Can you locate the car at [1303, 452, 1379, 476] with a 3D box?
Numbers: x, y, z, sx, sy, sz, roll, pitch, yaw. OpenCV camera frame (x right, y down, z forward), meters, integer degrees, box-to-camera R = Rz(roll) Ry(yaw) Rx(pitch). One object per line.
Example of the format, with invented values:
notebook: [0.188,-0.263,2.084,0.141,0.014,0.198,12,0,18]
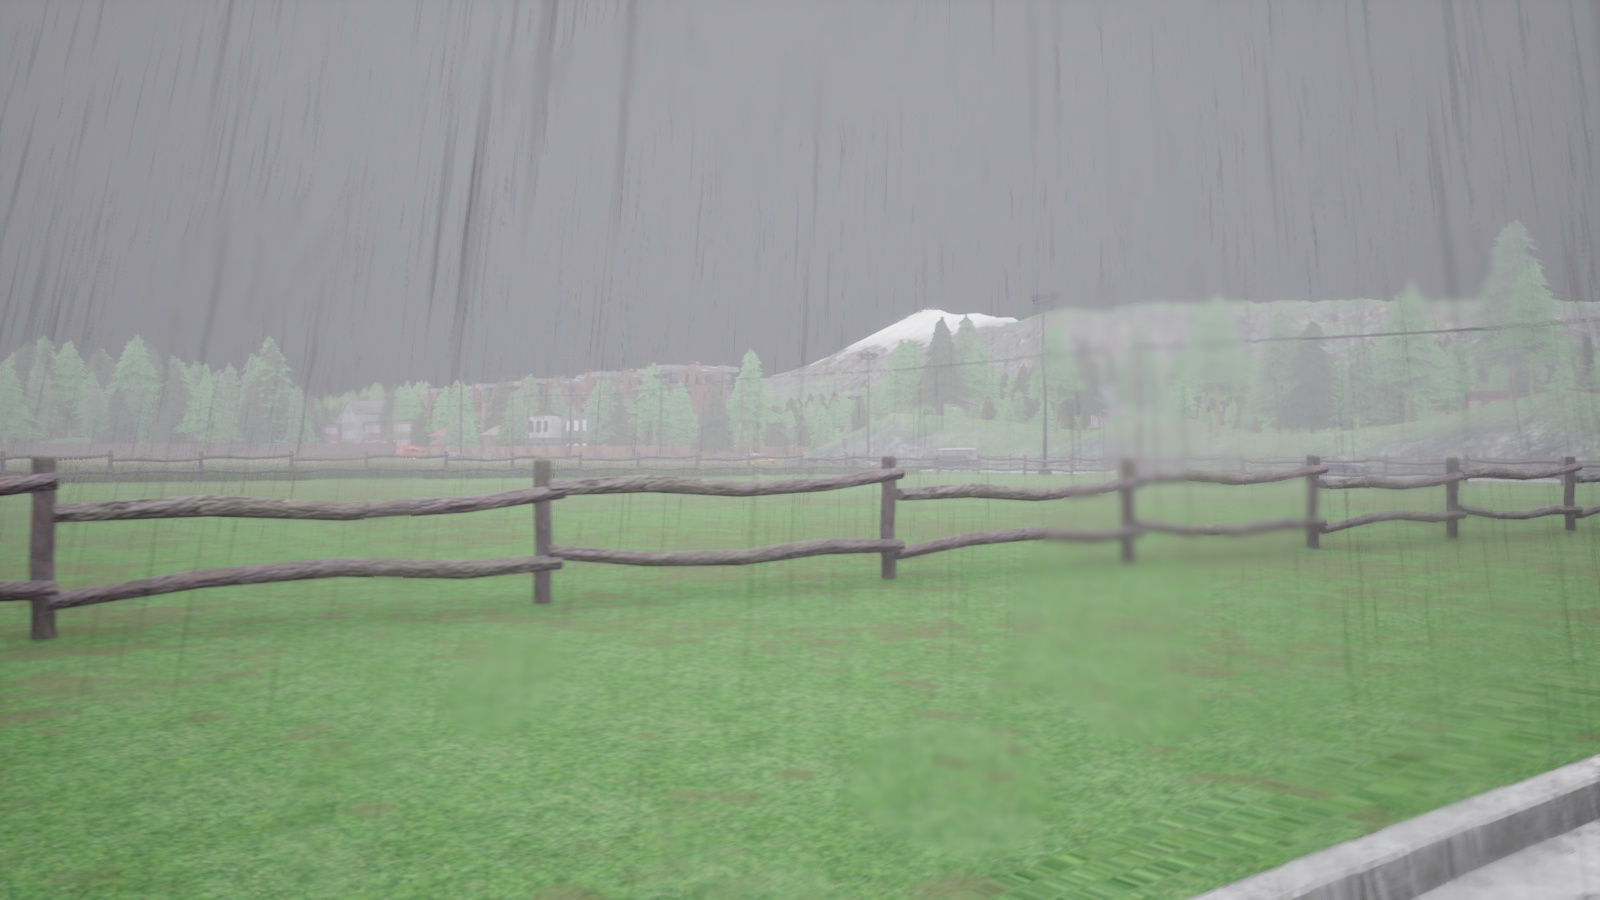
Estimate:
car: [35.418,0.898,82.328,1.816,1.474,4.193,0,0,-38]
